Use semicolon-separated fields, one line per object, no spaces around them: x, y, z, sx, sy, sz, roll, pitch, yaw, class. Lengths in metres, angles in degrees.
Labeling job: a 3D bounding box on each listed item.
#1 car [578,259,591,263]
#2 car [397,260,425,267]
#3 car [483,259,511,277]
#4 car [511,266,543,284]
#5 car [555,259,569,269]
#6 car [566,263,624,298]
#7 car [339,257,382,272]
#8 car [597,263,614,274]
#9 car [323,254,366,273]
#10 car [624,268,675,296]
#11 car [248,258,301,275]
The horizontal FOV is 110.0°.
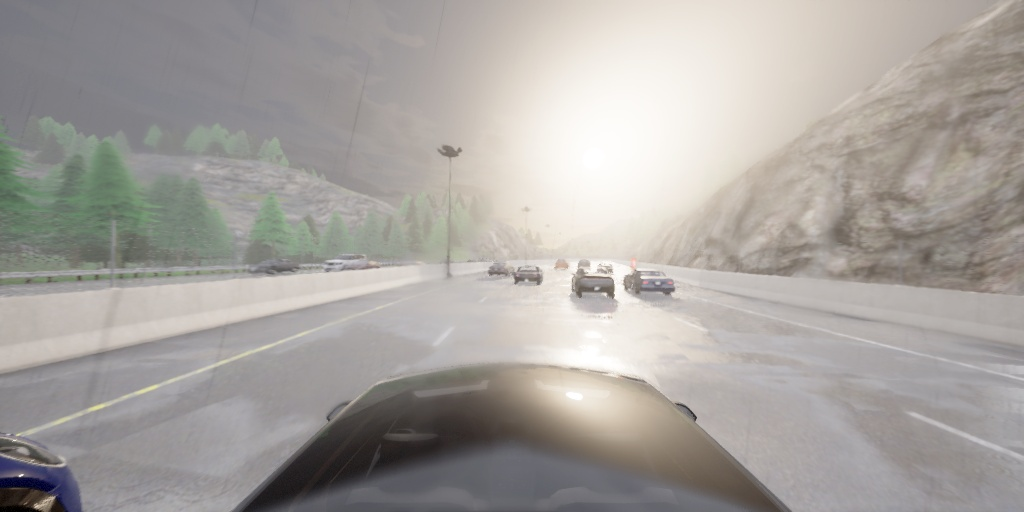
12.670;1.309;62.735;2.097;1.767;4.553;1;0;14;car
-10.816;1.164;38.636;1.812;1.442;4.674;1;0;11;car
-0.943;1.311;35.982;2.033;1.411;5.357;1;0;12;car
1.356;1.387;27.179;1.895;1.301;4.718;1;0;8;car
8.633;1.256;60.974;2.097;1.767;4.553;1;0;14;car
4.216;1.308;19.090;2.128;1.511;4.902;0;0;6;car
-14.811;1.111;36.069;1.812;1.442;4.674;1;0;9;car
11.700;1.532;44.969;1.895;1.301;4.718;1;0;14;car
-17.867;0.770;38.955;2.150;2.045;5.566;1;0;10;car
7.640;1.409;20.472;2.033;1.411;5.357;1;0;7;car
-22.243;0.980;33.779;2.128;1.511;4.902;1;0;9;car
